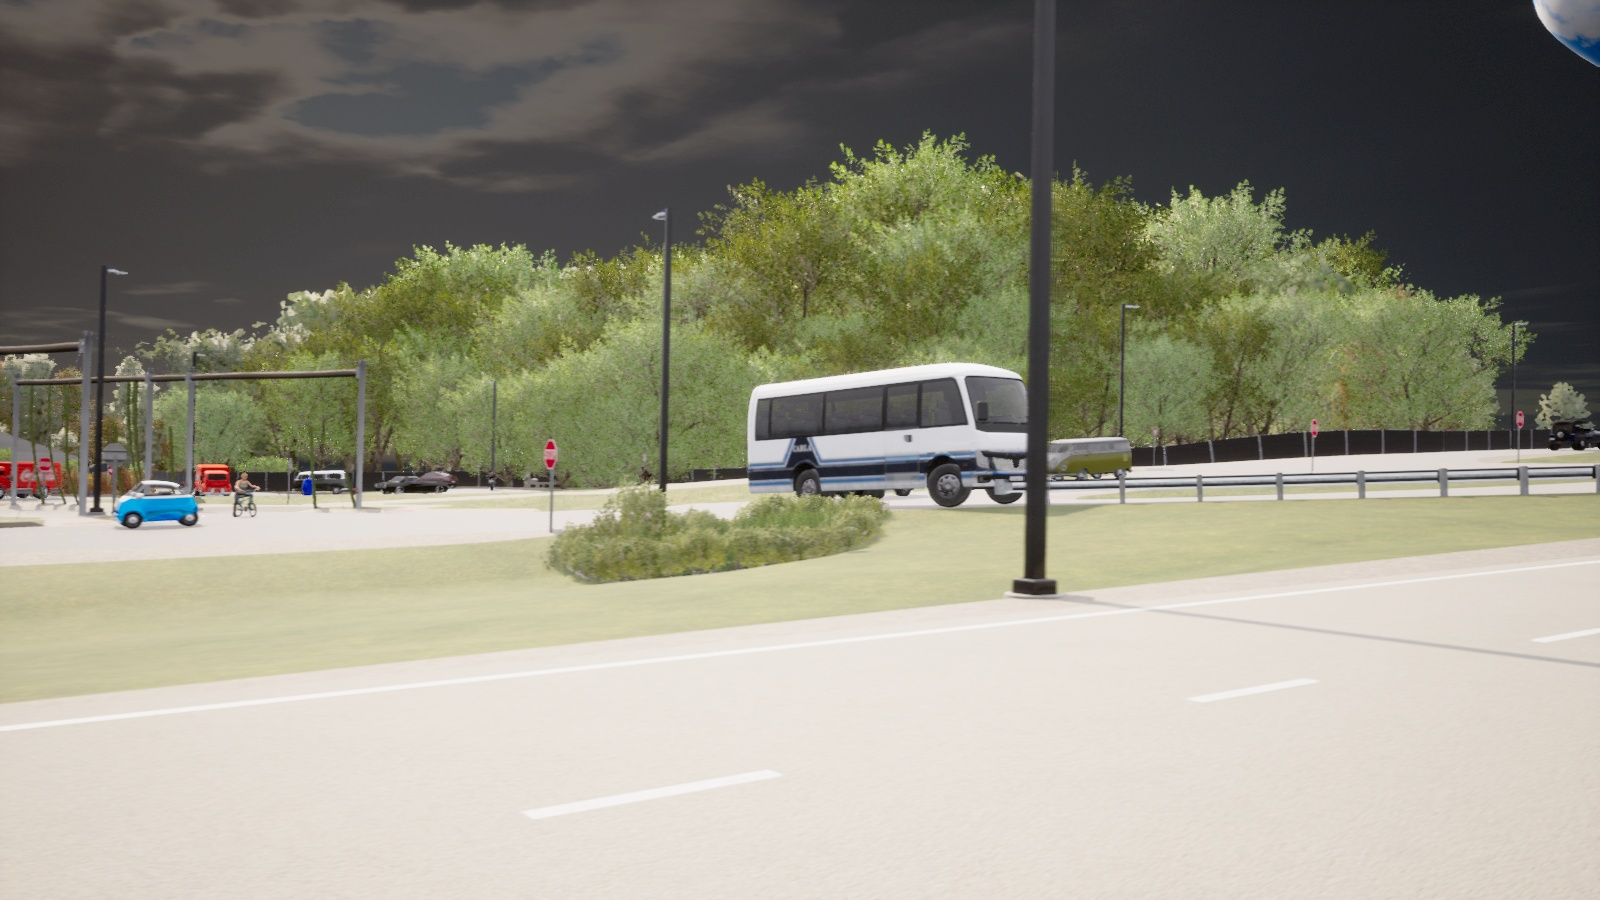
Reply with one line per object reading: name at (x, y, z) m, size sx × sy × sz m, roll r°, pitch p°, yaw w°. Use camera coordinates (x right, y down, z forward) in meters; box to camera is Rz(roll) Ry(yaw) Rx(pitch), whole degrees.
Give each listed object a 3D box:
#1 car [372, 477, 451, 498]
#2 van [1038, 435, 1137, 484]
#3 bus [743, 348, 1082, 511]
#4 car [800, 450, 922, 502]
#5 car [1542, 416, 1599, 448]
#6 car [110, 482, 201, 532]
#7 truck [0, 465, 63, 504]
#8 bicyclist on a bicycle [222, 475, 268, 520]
car at (-26.096, 2.524, 84.507) m, size 1.895 × 1.301 × 4.718 m, roll 0°, pitch 0°, yaw 44°
van at (13.212, 0.402, 57.597) m, size 4.442 × 1.987 × 1.775 m, roll -3°, pitch 2°, yaw -34°
bus at (3.176, -0.381, 39.054) m, size 3.944 × 4.253 × 10.273 m, roll 0°, pitch -3°, yaw -44°
car at (2.482, 0.998, 50.255) m, size 4.605 × 1.855 × 1.932 m, roll -2°, pitch 1°, yaw -35°
car at (47.780, -1.122, 77.234) m, size 3.866 × 1.878 × 1.905 m, roll -1°, pitch 1°, yaw -28°
car at (-19.068, 1.666, 37.159) m, size 2.207 × 1.376 × 1.481 m, roll 0°, pitch 0°, yaw -34°
truck at (-52.152, 2.241, 83.086) m, size 2.627 × 2.467 × 5.204 m, roll 1°, pitch 0°, yaw 30°
bicyclist on a bicycle at (-20.205, 1.730, 45.721) m, size 1.509 × 1.612 × 0.866 m, roll -2°, pitch -2°, yaw 36°
